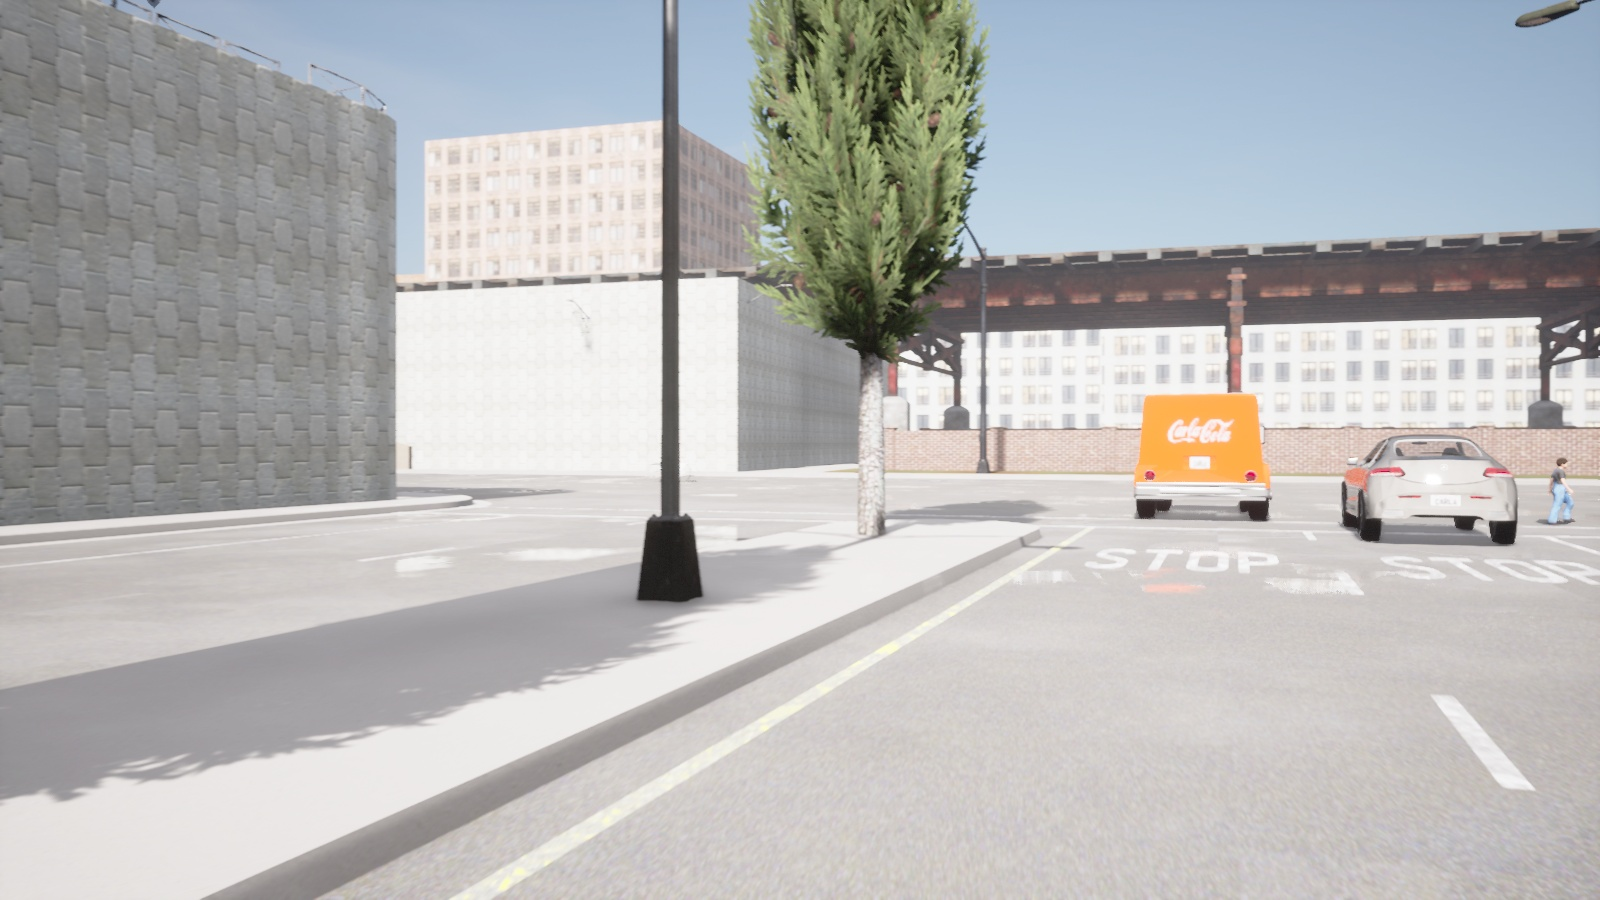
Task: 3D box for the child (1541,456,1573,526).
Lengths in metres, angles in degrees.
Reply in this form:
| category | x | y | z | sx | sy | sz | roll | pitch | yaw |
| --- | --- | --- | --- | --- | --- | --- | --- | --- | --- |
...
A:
| category | x | y | z | sx | sy | sz | roll | pitch | yaw |
| --- | --- | --- | --- | --- | --- | --- | --- | --- | --- |
| child | 13.749 | 0.736 | 22.815 | 0.437 | 1.263 | 0.270 | 0 | 0 | 17 |

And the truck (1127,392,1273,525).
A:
| category | x | y | z | sx | sy | sz | roll | pitch | yaw |
| --- | --- | --- | --- | --- | --- | --- | --- | --- | --- |
| truck | 8.384 | 0.134 | 26.204 | 2.627 | 2.467 | 5.204 | 0 | 0 | 19 |

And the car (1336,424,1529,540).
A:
| category | x | y | z | sx | sy | sz | roll | pitch | yaw |
| --- | --- | --- | --- | --- | --- | --- | --- | --- | --- |
| car | 10.138 | 0.435 | 20.549 | 2.152 | 1.651 | 5.027 | 0 | 0 | 19 |

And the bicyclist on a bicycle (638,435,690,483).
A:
| category | x | y | z | sx | sy | sz | roll | pitch | yaw |
| --- | --- | --- | --- | --- | --- | --- | --- | --- | --- |
| bicyclist on a bicycle | -5.195 | 0.333 | 47.891 | 1.843 | 1.776 | 0.659 | 0 | 0 | 19 |
